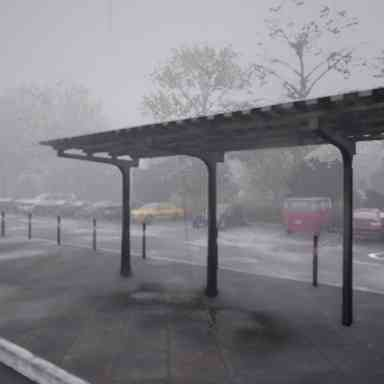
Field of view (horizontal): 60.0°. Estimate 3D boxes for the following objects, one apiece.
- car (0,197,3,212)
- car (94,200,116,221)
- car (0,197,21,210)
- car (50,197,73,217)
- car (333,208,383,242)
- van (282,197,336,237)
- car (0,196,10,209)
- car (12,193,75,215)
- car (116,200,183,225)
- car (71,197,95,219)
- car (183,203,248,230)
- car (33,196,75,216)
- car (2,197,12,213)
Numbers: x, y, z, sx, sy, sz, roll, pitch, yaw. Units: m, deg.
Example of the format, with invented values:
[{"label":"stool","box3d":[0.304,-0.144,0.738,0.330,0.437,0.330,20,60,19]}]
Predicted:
[{"label":"car","box3d":[-18.437,1.364,35.808,2.097,1.535,5.008,0,0,35]},{"label":"car","box3d":[-4.846,1.458,26.181,2.163,1.488,4.792,0,0,35]},{"label":"car","box3d":[-22.972,1.363,39.005,2.163,1.488,4.792,1,0,35]},{"label":"car","box3d":[-9.383,1.408,29.379,2.097,1.535,5.008,0,0,35]},{"label":"car","box3d":[8.703,1.531,16.501,2.002,1.452,4.674,0,0,35]},{"label":"van","box3d":[6.513,1.255,18.206,1.878,1.987,4.442,0,0,35]},{"label":"car","box3d":[-25.206,1.338,40.666,2.163,1.488,4.792,1,0,35]},{"label":"car","box3d":[-13.925,1.136,32.569,2.435,2.045,5.566,0,0,35]},{"label":"car","box3d":[-2.709,1.436,24.397,1.946,1.575,5.366,0,0,35]},{"label":"car","box3d":[-7.120,1.419,27.771,2.231,1.521,4.892,0,0,35]},{"label":"car","box3d":[1.905,1.489,21.306,2.163,1.488,4.792,0,0,35]},{"label":"car","box3d":[-11.645,1.397,30.988,2.097,1.535,5.008,0,0,35]},{"label":"car","box3d":[-16.174,1.378,34.197,2.231,1.521,4.892,0,0,35]}]
